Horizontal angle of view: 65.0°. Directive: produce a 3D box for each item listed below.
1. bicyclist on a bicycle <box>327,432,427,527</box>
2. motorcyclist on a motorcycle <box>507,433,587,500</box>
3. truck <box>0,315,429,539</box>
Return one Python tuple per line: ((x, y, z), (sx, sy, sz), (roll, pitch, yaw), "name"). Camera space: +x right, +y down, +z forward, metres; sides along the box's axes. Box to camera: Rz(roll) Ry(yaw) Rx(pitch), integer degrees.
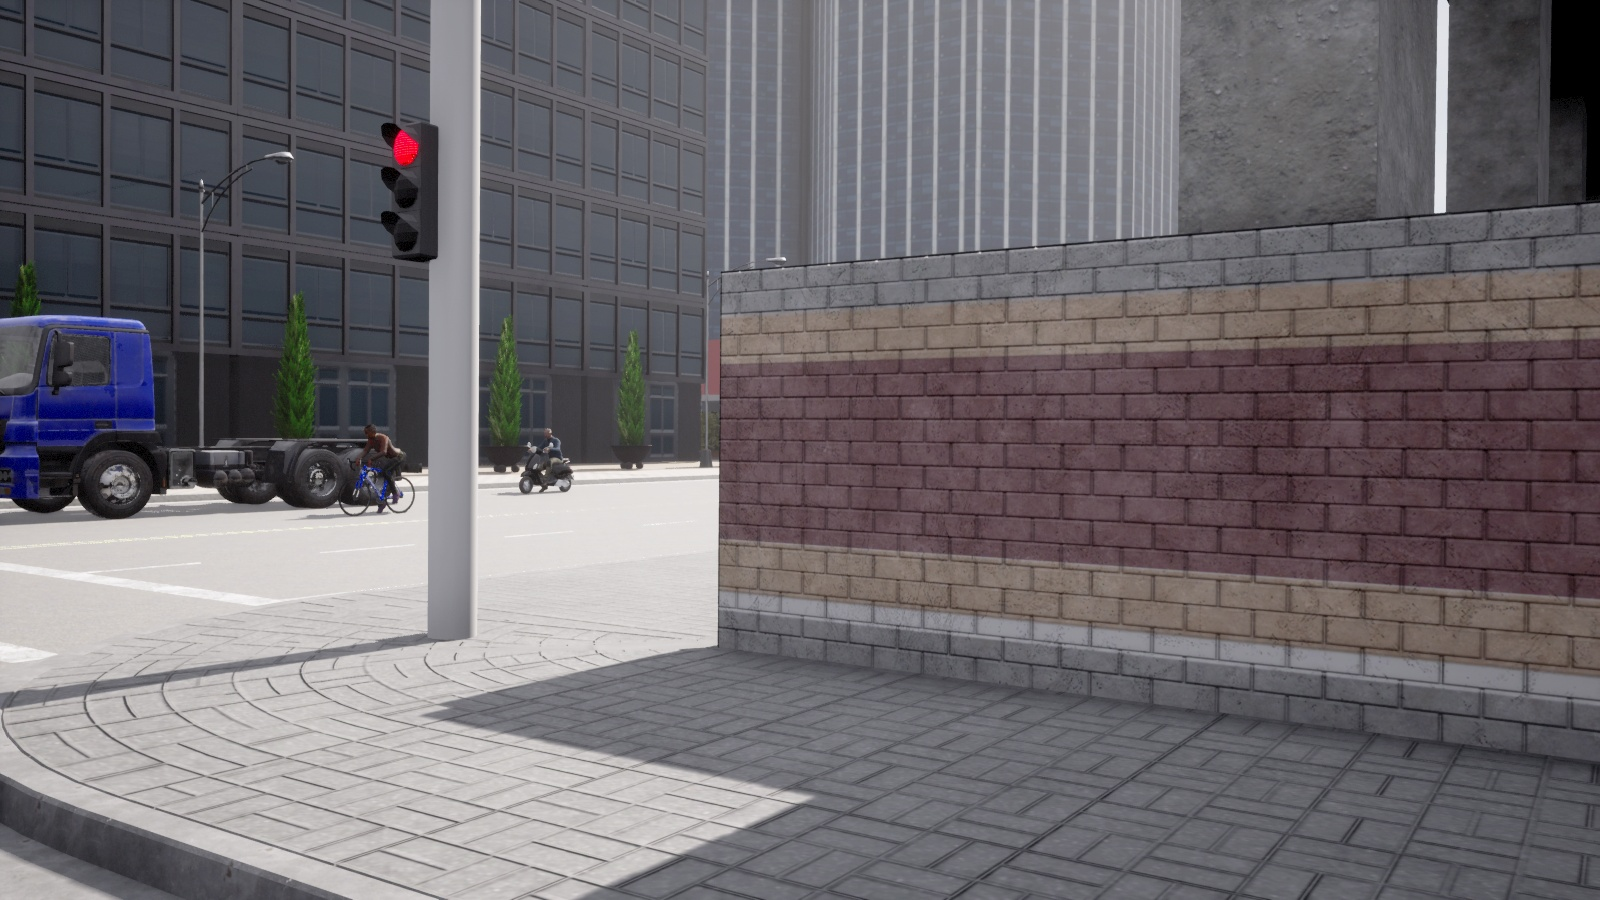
((-7.542, 0.501, 22.464), (0.582, 1.620, 1.656), (0, 1, 34), "bicyclist on a bicycle")
((-6.189, 0.376, 30.776), (0.866, 1.590, 1.817), (0, 1, 34), "motorcyclist on a motorcycle")
((-11.092, -0.415, 23.453), (2.891, 3.462, 7.936), (0, 1, 34), "truck")
